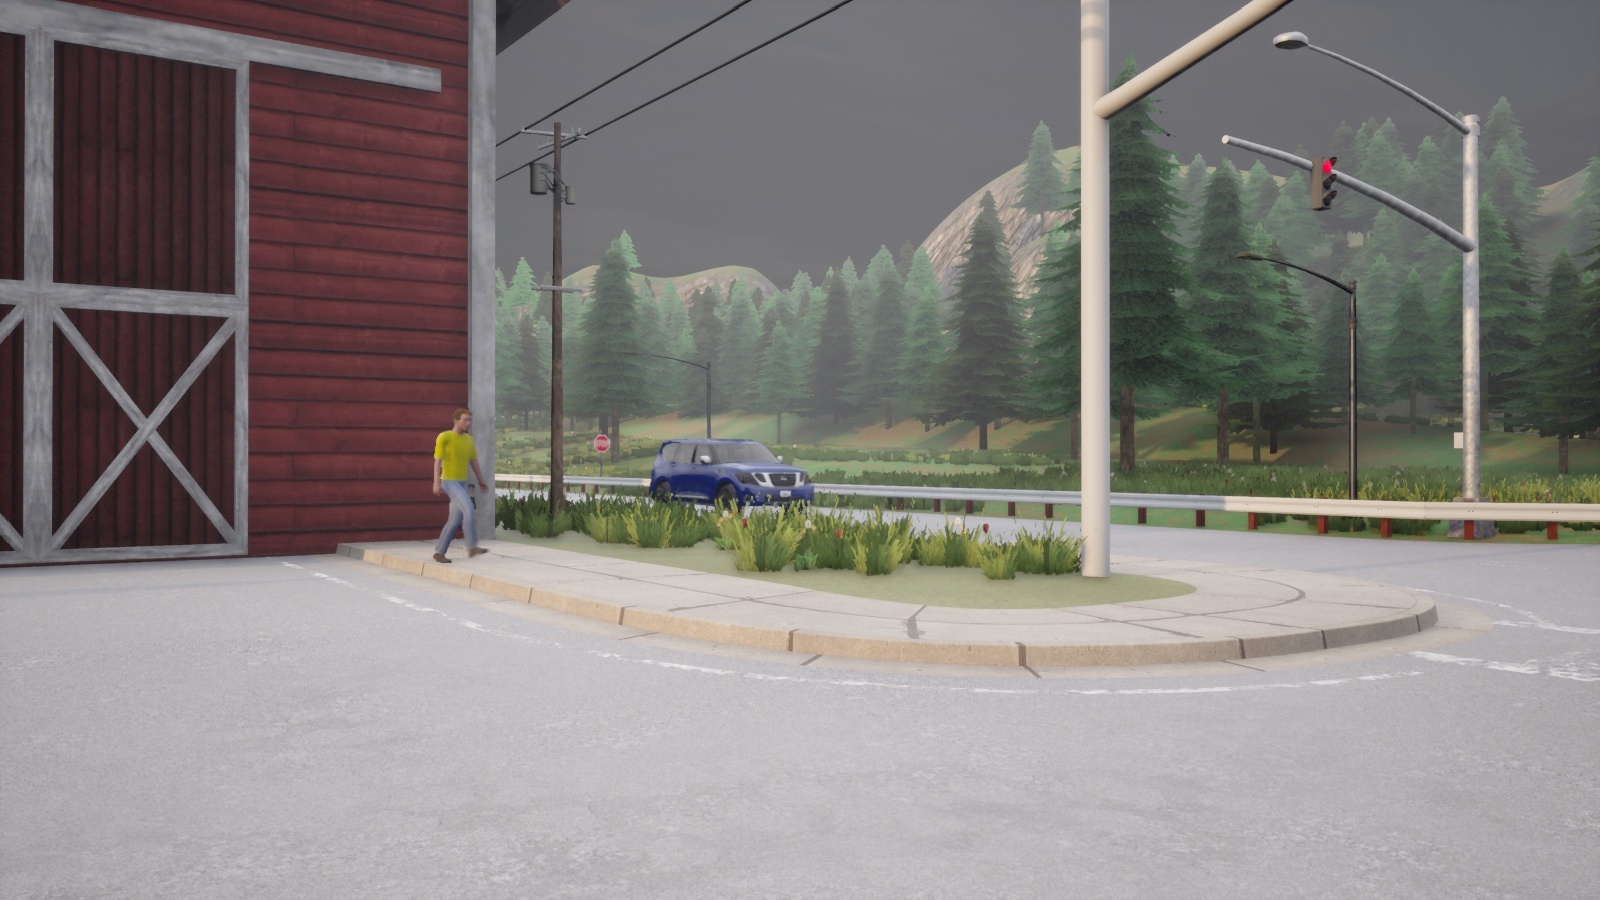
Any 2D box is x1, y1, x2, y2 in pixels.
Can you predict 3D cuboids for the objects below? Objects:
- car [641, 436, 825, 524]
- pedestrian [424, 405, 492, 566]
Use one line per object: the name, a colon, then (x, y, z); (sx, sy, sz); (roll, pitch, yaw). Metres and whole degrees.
car: (-1.845, 0.716, 32.239); (2.150, 2.045, 5.566); (0, 0, -34)
pedestrian: (-3.979, 0.404, 14.612); (0.706, 1.836, 0.354); (0, 0, 27)
